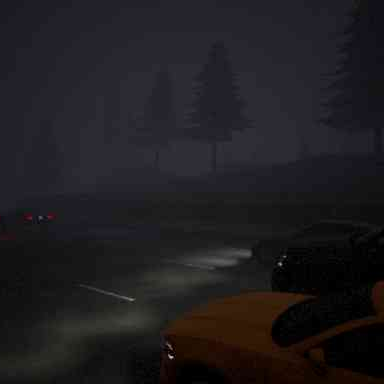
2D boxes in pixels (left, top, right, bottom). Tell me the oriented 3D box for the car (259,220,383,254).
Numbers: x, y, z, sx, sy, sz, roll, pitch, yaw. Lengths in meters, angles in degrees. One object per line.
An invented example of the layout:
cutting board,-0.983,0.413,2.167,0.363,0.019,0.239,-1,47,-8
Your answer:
car,4.163,1.233,5.373,5.566,2.045,2.150,0,0,36

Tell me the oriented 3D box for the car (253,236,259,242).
car,4.033,1.564,9.856,4.674,1.442,1.812,-1,0,37

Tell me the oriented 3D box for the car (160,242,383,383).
car,1.972,1.482,2.660,5.008,1.535,1.882,-1,0,36

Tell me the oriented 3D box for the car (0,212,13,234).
car,-12.639,1.678,19.823,5.008,1.535,1.882,-1,-1,45

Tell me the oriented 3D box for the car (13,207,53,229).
car,-11.801,1.769,23.906,2.033,1.411,5.357,0,0,-44
